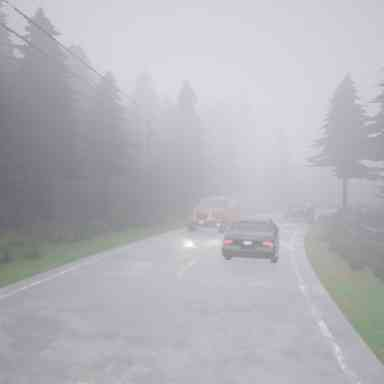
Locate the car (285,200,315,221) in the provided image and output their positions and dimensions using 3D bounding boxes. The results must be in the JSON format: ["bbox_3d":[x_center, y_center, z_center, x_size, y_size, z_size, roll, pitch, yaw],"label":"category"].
[{"bbox_3d":[10.057,1.631,30.842,2.097,1.767,4.553,1,0,29],"label":"car"}]

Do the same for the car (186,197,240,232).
[{"bbox_3d":[1.515,1.337,20.827,2.150,2.045,5.566,1,0,21],"label":"car"}]

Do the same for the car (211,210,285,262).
[{"bbox_3d":[2.368,1.638,12.645,2.033,1.411,5.357,1,0,15],"label":"car"}]

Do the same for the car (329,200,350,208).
[{"bbox_3d":[24.688,2.070,55.625,5.008,1.535,1.882,1,0,-44],"label":"car"}]
